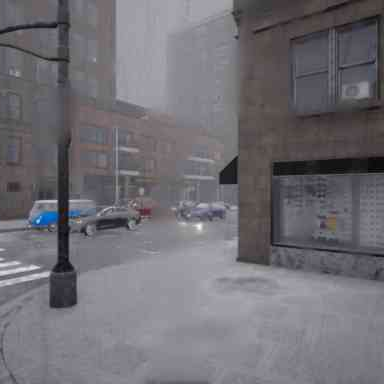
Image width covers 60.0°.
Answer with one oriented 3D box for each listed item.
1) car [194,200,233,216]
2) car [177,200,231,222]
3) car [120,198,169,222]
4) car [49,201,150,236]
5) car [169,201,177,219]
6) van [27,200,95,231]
[{"bbox_3d":[2.242,1.575,33.410,1.887,1.381,4.507,0,0,36],"label":"car"},{"bbox_3d":[1.137,1.552,27.184,1.812,1.442,4.674,0,0,36],"label":"car"},{"bbox_3d":[-4.322,1.336,24.345,2.192,1.841,5.009,0,0,36],"label":"car"},{"bbox_3d":[-5.006,1.509,18.699,2.128,1.511,4.902,0,0,36],"label":"car"},{"bbox_3d":[-1.040,1.466,28.877,1.967,1.590,4.097,0,0,36],"label":"car"},{"bbox_3d":[-7.604,1.358,19.812,1.690,1.788,3.998,0,0,36],"label":"van"}]
